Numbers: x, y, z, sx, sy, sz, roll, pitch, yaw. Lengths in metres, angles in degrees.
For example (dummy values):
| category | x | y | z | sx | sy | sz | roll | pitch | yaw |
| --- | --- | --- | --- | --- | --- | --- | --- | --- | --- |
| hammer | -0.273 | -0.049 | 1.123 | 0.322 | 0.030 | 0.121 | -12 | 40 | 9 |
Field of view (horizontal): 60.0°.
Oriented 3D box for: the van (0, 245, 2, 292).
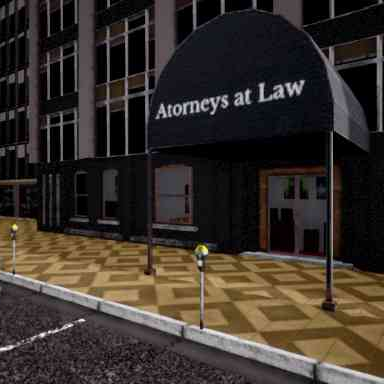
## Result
| category | x | y | z | sx | sy | sz | roll | pitch | yaw |
| --- | --- | --- | --- | --- | --- | --- | --- | --- | --- |
| van | -5.576 | 1.341 | 6.853 | 3.998 | 1.788 | 1.690 | 0 | 0 | 36 |
